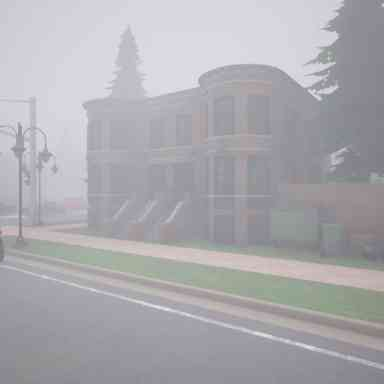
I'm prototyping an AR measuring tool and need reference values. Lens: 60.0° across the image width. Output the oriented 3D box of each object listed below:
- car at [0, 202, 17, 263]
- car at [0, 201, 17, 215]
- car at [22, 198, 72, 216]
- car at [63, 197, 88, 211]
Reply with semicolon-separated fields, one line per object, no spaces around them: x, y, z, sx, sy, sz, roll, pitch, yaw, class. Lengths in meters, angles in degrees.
-7.366;1.221;9.223;5.566;2.045;2.150;0;0;36;car
-19.670;1.601;31.951;1.895;1.301;4.718;0;0;35;car
-14.647;1.564;33.089;1.994;1.385;4.181;0;0;34;car
-14.678;1.352;39.326;2.097;1.767;4.553;0;0;33;car
